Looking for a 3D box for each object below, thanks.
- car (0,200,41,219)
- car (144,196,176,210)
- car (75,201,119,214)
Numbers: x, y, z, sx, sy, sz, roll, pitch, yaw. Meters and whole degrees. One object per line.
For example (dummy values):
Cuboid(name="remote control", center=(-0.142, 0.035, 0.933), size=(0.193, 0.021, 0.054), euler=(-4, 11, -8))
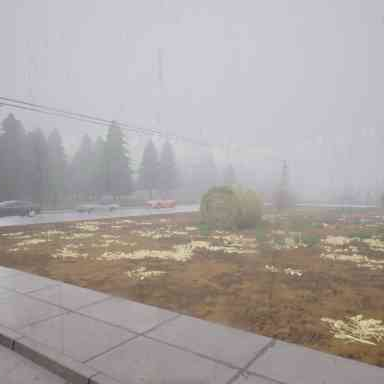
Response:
Cuboid(name="car", center=(-15.847, 1.531, 29.164), size=(1.837, 1.490, 4.892), euler=(0, 0, 37))
Cuboid(name="car", center=(-4.281, 1.379, 44.753), size=(2.097, 1.767, 4.553), euler=(0, 0, 37))
Cuboid(name="car", center=(-10.370, 1.628, 36.557), size=(1.895, 1.301, 4.718), euler=(0, 0, 37))
